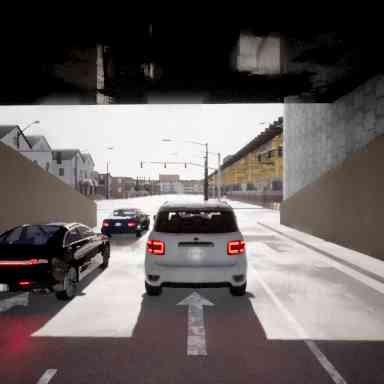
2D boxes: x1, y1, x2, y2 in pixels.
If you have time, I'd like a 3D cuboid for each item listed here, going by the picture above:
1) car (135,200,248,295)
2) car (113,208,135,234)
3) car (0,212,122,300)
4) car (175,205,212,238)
[{"bbox_3d":[0.083,1.221,8.885,2.150,2.045,5.566,0,0,0],"label":"car"},{"bbox_3d":[-3.420,1.547,17.910,2.033,1.411,5.357,0,0,0],"label":"car"},{"bbox_3d":[-3.422,1.491,8.360,2.128,1.511,4.902,0,0,0],"label":"car"},{"bbox_3d":[0.059,1.526,18.448,1.812,1.442,4.674,0,0,0],"label":"car"}]
